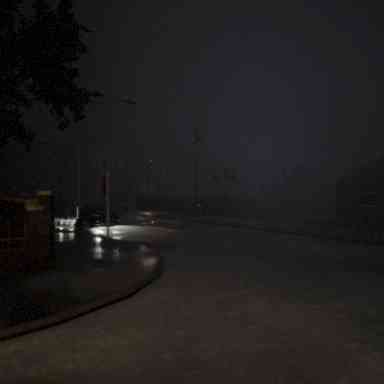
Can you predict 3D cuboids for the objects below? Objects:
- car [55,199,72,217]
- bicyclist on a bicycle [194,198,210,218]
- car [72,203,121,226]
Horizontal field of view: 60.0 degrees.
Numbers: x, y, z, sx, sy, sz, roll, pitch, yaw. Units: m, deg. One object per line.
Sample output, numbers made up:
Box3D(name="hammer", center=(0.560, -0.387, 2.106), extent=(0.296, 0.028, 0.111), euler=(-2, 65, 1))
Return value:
Box3D(name="car", center=(-12.467, 1.473, 31.545), extent=(2.128, 1.511, 4.902), euler=(0, 0, -35))
Box3D(name="bicyclist on a bicycle", center=(0.800, 1.292, 27.325), extent=(1.656, 1.620, 0.582), euler=(-1, 0, -35))
Box3D(name="car", center=(-6.547, 1.541, 23.175), extent=(1.994, 1.385, 4.181), euler=(0, 0, -35))
